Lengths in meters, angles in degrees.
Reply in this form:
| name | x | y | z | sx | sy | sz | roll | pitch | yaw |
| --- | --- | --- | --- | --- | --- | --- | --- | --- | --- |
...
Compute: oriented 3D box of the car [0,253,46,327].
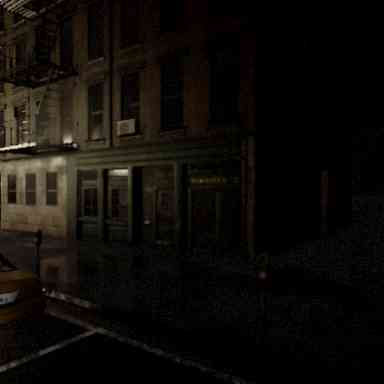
| name | x | y | z | sx | sy | sz | roll | pitch | yaw |
| --- | --- | --- | --- | --- | --- | --- | --- | --- | --- |
| car | -4.634 | 1.520 | 6.146 | 4.829 | 1.417 | 1.752 | 0 | 0 | 35 |
